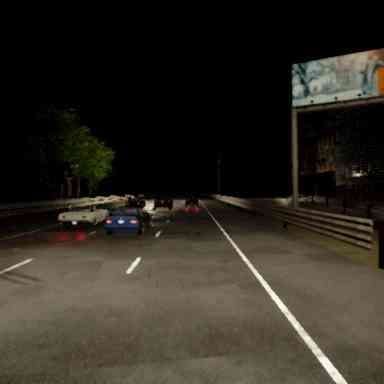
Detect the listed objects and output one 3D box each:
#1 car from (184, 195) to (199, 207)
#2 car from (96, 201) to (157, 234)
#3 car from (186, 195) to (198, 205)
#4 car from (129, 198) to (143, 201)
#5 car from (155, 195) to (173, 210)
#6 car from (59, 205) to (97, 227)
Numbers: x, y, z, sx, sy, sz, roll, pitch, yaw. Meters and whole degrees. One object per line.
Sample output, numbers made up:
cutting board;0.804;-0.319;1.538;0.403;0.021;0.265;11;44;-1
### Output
car;0.018;1.311;47.150;1.812;1.442;4.674;0;0;1
car;-3.405;1.473;18.471;2.033;1.411;5.357;0;0;0
car;-0.016;1.276;55.573;1.812;1.442;4.674;0;0;0
car;-6.920;1.412;41.412;1.895;1.301;4.718;0;0;0
car;-3.412;1.167;40.533;2.097;1.767;4.553;0;0;0
car;-6.907;1.510;21.756;1.895;1.301;4.718;0;0;0
